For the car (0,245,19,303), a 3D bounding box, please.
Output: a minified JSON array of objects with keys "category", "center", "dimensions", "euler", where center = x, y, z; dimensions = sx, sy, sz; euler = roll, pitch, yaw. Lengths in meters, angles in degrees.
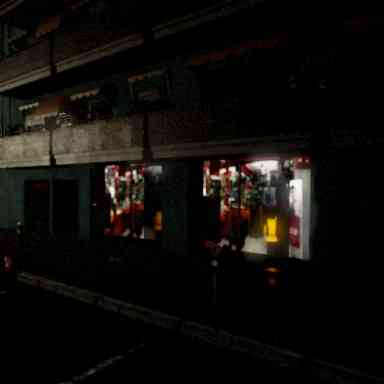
[{"category":"car","center":[-5.337,1.347,6.712],"dimensions":[4.097,1.590,1.967],"euler":[1,1,36]}]
